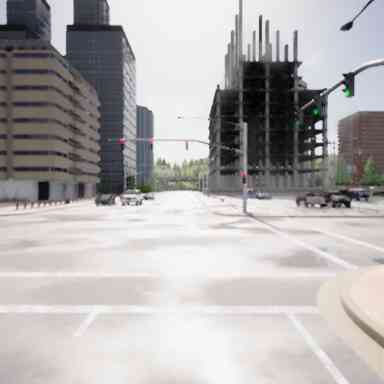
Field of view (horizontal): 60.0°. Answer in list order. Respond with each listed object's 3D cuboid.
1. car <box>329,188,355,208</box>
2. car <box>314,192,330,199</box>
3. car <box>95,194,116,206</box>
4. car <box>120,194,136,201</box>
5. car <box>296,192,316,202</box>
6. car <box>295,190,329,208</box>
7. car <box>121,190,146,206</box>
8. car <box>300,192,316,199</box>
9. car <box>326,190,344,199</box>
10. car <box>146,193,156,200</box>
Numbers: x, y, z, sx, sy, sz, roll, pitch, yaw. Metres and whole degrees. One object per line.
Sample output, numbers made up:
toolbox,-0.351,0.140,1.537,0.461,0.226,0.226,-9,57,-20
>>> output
car,16.001,0.773,37.127,1.905,1.878,3.866,0,1,0
car,27.242,0.645,69.740,1.784,1.438,3.905,0,1,0
car,-11.581,1.019,44.575,1.882,1.535,5.008,0,1,0
car,-11.656,0.974,60.929,1.895,1.301,4.718,0,1,0
car,18.638,0.832,54.606,1.970,1.475,3.806,0,1,0
car,13.107,0.769,37.170,1.932,1.855,4.605,0,1,0
car,-8.082,0.754,45.147,2.150,2.045,5.566,0,1,0
car,24.347,0.677,69.729,1.970,1.475,3.806,0,1,0
car,29.925,0.434,69.798,1.932,1.855,4.605,0,1,0
car,-8.145,0.885,64.401,2.033,1.411,5.357,0,1,0
